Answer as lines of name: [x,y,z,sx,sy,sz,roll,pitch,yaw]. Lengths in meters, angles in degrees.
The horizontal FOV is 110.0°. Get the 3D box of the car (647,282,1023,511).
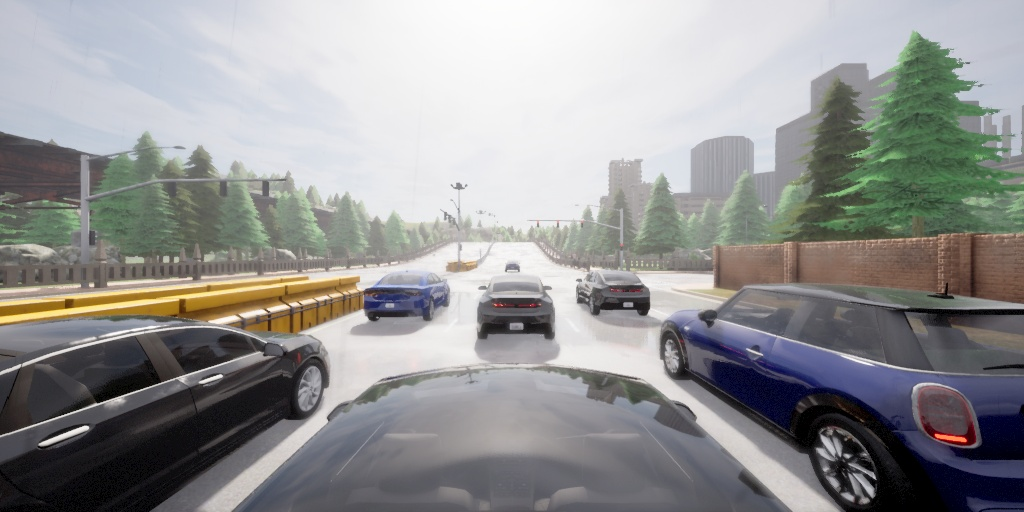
car: [3.601,1.102,4.393,2.097,1.767,4.553,0,0,0]

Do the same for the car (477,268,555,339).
car: [0.096,1.255,10.043,1.837,1.490,4.892,0,0,0]

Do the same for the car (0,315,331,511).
car: [-3.400,1.255,2.973,1.837,1.490,4.892,0,0,0]

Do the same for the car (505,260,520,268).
car: [0.068,1.276,46.204,1.812,1.442,4.674,0,0,0]

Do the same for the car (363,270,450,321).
car: [-3.404,1.228,12.466,1.882,1.535,5.008,0,0,0]

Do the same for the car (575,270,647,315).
car: [3.614,1.255,13.478,1.837,1.490,4.892,0,0,1]
